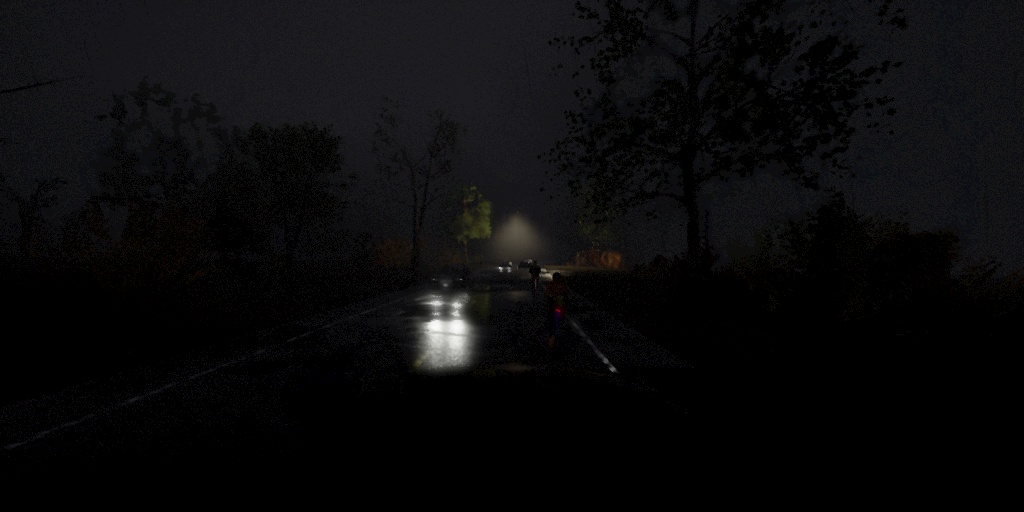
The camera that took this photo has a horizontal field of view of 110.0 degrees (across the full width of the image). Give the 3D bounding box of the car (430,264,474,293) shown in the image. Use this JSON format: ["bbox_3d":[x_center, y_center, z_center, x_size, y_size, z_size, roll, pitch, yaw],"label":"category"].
[{"bbox_3d":[-3.332,1.221,20.739,2.128,1.511,4.902,0,0,2],"label":"car"}]

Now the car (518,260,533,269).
[{"bbox_3d":[2.056,1.334,56.288,1.994,1.385,4.181,0,0,4],"label":"car"}]

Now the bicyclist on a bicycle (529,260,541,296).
[{"bbox_3d":[1.166,1.103,18.105,0.659,1.776,1.843,0,0,1],"label":"bicyclist on a bicycle"}]

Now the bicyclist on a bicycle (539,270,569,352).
[{"bbox_3d":[1.008,1.192,7.971,0.582,1.620,1.656,0,0,1],"label":"bicyclist on a bicycle"}]

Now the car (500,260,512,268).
[{"bbox_3d":[-1.063,1.388,63.594,1.895,1.301,4.718,0,0,5],"label":"car"}]
